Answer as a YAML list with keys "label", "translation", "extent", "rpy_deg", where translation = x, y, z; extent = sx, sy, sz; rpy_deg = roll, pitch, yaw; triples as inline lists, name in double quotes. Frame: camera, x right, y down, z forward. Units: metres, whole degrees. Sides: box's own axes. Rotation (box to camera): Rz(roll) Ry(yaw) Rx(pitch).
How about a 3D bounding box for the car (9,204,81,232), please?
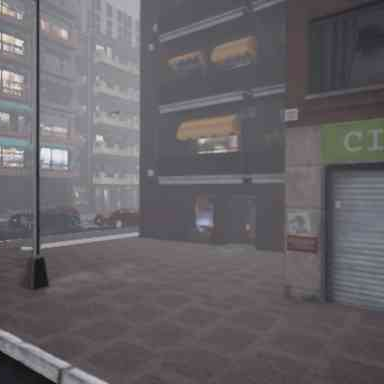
- label: "car"
  translation: [-9.230, 1.661, 21.156]
  extent: [1.994, 1.385, 4.181]
  rpy_deg: [0, 0, 35]

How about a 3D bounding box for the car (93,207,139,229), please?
- label: "car"
  translation: [-4.666, 1.714, 22.984]
  extent: [1.887, 1.381, 4.507]
  rpy_deg: [0, -1, 35]

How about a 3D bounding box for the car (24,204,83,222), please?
- label: "car"
  translation: [-11.489, 1.696, 27.791]
  extent: [1.802, 1.307, 4.206]
  rpy_deg: [0, -1, 35]
